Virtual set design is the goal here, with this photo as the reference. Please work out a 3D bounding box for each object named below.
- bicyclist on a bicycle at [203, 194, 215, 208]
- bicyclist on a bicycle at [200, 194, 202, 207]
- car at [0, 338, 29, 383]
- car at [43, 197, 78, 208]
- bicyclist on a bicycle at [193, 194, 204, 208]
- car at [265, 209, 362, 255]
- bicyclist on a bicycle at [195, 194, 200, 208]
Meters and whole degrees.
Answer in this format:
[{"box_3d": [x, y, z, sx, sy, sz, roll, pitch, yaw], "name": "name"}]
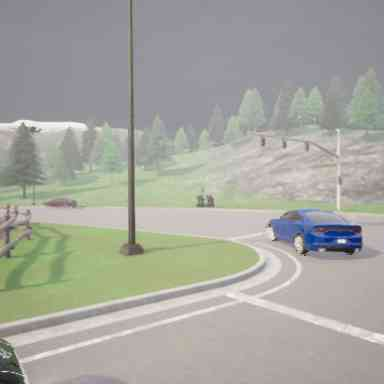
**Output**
[{"box_3d": [2.290, 1.080, 39.555, 0.582, 1.620, 1.656, 0, 1, 34], "name": "bicyclist on a bicycle"}, {"box_3d": [1.920, 1.081, 39.803, 0.582, 1.620, 1.656, 0, 1, 34], "name": "bicyclist on a bicycle"}, {"box_3d": [-3.166, 1.368, 1.485, 4.553, 1.767, 2.097, -1, 0, -36], "name": "car"}, {"box_3d": [-17.541, 1.424, 44.349, 4.674, 1.442, 1.812, 0, 0, 15], "name": "car"}, {"box_3d": [0.806, 1.086, 40.542, 0.582, 1.620, 1.656, 0, 1, 33], "name": "bicyclist on a bicycle"}, {"box_3d": [4.451, 1.379, 12.892, 1.882, 1.535, 5.008, 1, 0, -6], "name": "car"}, {"box_3d": [1.178, 1.084, 40.297, 0.582, 1.620, 1.656, 0, 1, 33], "name": "bicyclist on a bicycle"}]
